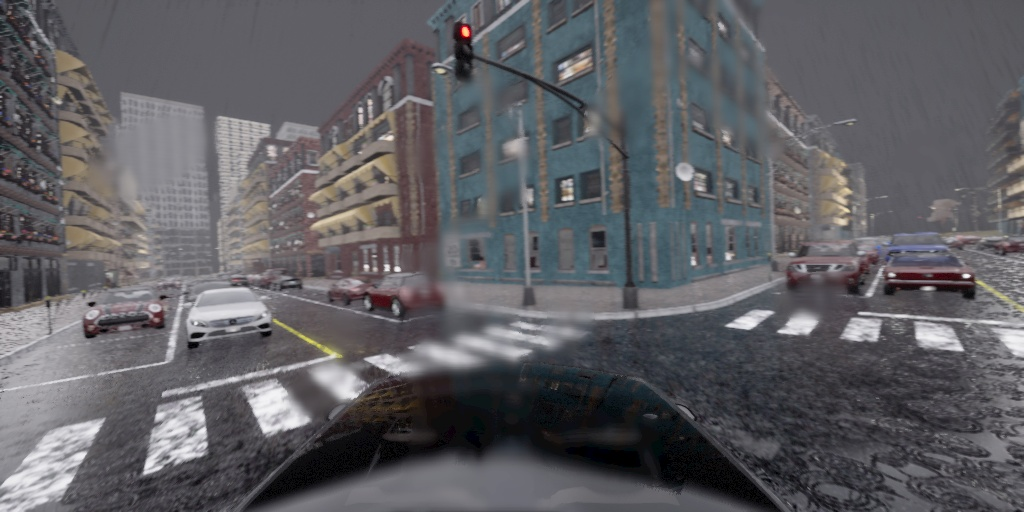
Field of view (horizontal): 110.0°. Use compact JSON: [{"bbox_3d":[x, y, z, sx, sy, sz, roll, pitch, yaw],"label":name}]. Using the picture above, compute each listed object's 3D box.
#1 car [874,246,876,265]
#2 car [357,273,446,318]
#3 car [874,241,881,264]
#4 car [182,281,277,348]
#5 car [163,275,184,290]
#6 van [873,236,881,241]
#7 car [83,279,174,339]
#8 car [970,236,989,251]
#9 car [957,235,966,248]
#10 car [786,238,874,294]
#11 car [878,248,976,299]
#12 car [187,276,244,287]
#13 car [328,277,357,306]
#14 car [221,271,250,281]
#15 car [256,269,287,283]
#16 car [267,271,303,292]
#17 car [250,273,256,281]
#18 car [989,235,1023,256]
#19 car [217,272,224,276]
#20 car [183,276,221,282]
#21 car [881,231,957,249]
[{"bbox_3d":[16.476,0.320,17.809,4.507,1.381,1.888,0,0,-43],"label":"car"},{"bbox_3d":[-4.368,1.392,14.350,1.967,1.591,4.097,0,0,-42],"label":"car"},{"bbox_3d":[24.634,-0.142,25.328,4.507,1.381,1.888,0,0,-43],"label":"car"},{"bbox_3d":[-8.790,1.712,11.103,1.812,1.442,4.674,-3,0,-41],"label":"car"},{"bbox_3d":[-39.964,3.174,41.931,1.967,1.591,4.097,0,0,-42],"label":"car"},{"bbox_3d":[28.712,-0.578,29.088,3.998,1.789,1.690,0,0,-43],"label":"van"},{"bbox_3d":[-13.912,1.887,13.147,1.967,1.591,4.097,0,0,-42],"label":"car"},{"bbox_3d":[46.284,-1.230,34.570,4.403,1.370,2.007,0,0,-43],"label":"car"},{"bbox_3d":[47.724,-1.380,39.254,4.674,1.442,1.812,-3,1,-42],"label":"car"},{"bbox_3d":[12.397,0.320,14.049,5.009,1.841,2.192,0,0,-43],"label":"car"},{"bbox_3d":[13.886,0.563,12.087,4.718,1.301,1.895,-3,1,-43],"label":"car"},{"bbox_3d":[-14.978,1.996,17.955,1.837,1.490,4.892,-3,0,-42],"label":"car"},{"bbox_3d":[-8.092,1.718,18.459,1.802,1.307,4.207,0,0,-42],"label":"car"},{"bbox_3d":[-29.325,2.697,38.198,1.837,1.490,4.892,-3,0,-42],"label":"car"},{"bbox_3d":[-22.982,2.187,34.903,2.192,1.841,5.009,0,0,-42],"label":"car"},{"bbox_3d":[-19.261,2.254,30.791,1.948,1.339,4.313,0,0,-42],"label":"car"},{"bbox_3d":[-26.704,2.606,39.015,2.007,1.370,4.403,0,0,-42],"label":"car"},{"bbox_3d":[38.126,-0.877,27.050,4.097,1.591,1.967,0,0,-43],"label":"car"},{"bbox_3d":[-36.355,3.102,45.965,1.994,1.385,4.181,-3,0,-42],"label":"car"},{"bbox_3d":[-21.906,2.399,25.618,1.994,1.385,4.181,-3,0,-43],"label":"car"},{"bbox_3d":[21.199,-0.230,18.837,5.566,2.045,2.150,-3,1,-43],"label":"car"}]
